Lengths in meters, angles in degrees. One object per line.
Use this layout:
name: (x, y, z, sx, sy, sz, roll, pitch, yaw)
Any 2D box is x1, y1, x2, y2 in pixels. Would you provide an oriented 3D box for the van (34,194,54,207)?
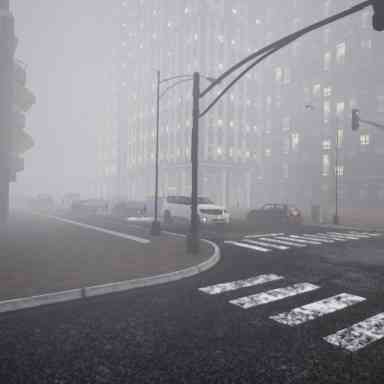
van: (-20.602, 1.204, 46.771, 1.690, 1.788, 3.998, 2, -1, -35)

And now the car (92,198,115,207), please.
car: (-13.769, 1.599, 51.612, 1.947, 1.339, 4.313, 2, -1, -35)

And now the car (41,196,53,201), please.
car: (-36.625, 1.582, 83.877, 1.802, 1.307, 4.206, 1, -1, -35)

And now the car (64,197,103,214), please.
car: (-10.811, 1.433, 32.941, 2.008, 1.369, 4.403, 2, -1, -35)

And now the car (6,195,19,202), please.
car: (-40.195, 1.384, 74.425, 2.008, 1.369, 4.403, 1, -1, -35)

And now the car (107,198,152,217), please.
car: (-5.738, 1.506, 30.267, 1.994, 1.385, 4.181, 1, -1, -35)

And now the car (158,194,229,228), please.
car: (0.041, 1.178, 22.110, 2.150, 2.045, 5.566, 1, -1, -35)

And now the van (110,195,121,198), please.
van: (-10.500, 1.380, 47.005, 1.690, 1.788, 3.998, 2, -1, -35)

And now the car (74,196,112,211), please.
car: (-11.611, 1.477, 38.564, 2.033, 1.411, 5.357, 1, -1, -35)

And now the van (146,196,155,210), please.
van: (-3.970, 1.394, 37.786, 1.690, 1.788, 3.998, 2, -1, -35)

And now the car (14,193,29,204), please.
car: (-30.397, 1.161, 60.600, 2.192, 1.841, 5.009, 1, -1, -35)

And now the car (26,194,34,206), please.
car: (-23.872, 1.439, 51.378, 1.802, 1.307, 4.206, 2, -1, -35)

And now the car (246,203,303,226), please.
car: (5.824, 1.517, 23.957, 1.967, 1.590, 4.097, 2, -1, -35)

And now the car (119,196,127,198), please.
car: (-7.239, 1.597, 42.393, 2.008, 1.369, 4.403, 2, -1, -35)

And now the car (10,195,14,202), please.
car: (-36.931, 1.403, 69.816, 1.947, 1.339, 4.313, 1, -1, -35)

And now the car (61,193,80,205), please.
car: (-20.406, 1.192, 56.340, 2.150, 2.045, 5.566, 1, -1, -35)
